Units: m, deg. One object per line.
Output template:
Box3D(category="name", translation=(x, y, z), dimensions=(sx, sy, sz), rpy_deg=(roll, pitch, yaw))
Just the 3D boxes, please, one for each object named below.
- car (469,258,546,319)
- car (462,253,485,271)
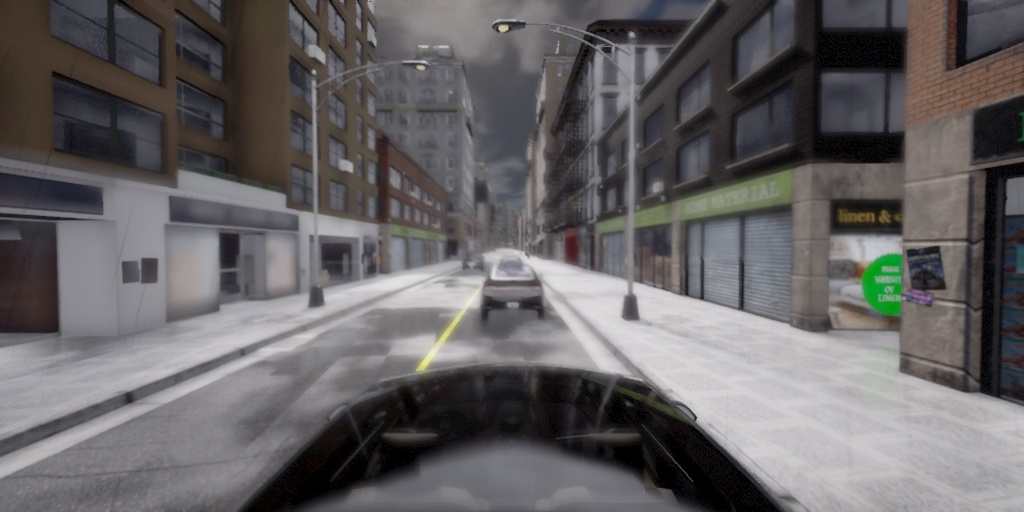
Box3D(category="car", translation=(0.026, 1.001, 11.641), dimensions=(2.128, 1.511, 4.902), rpy_deg=(0, 1, 0))
Box3D(category="car", translation=(-3.283, 0.531, 31.874), dimensions=(2.128, 1.511, 4.902), rpy_deg=(0, 1, 0))
